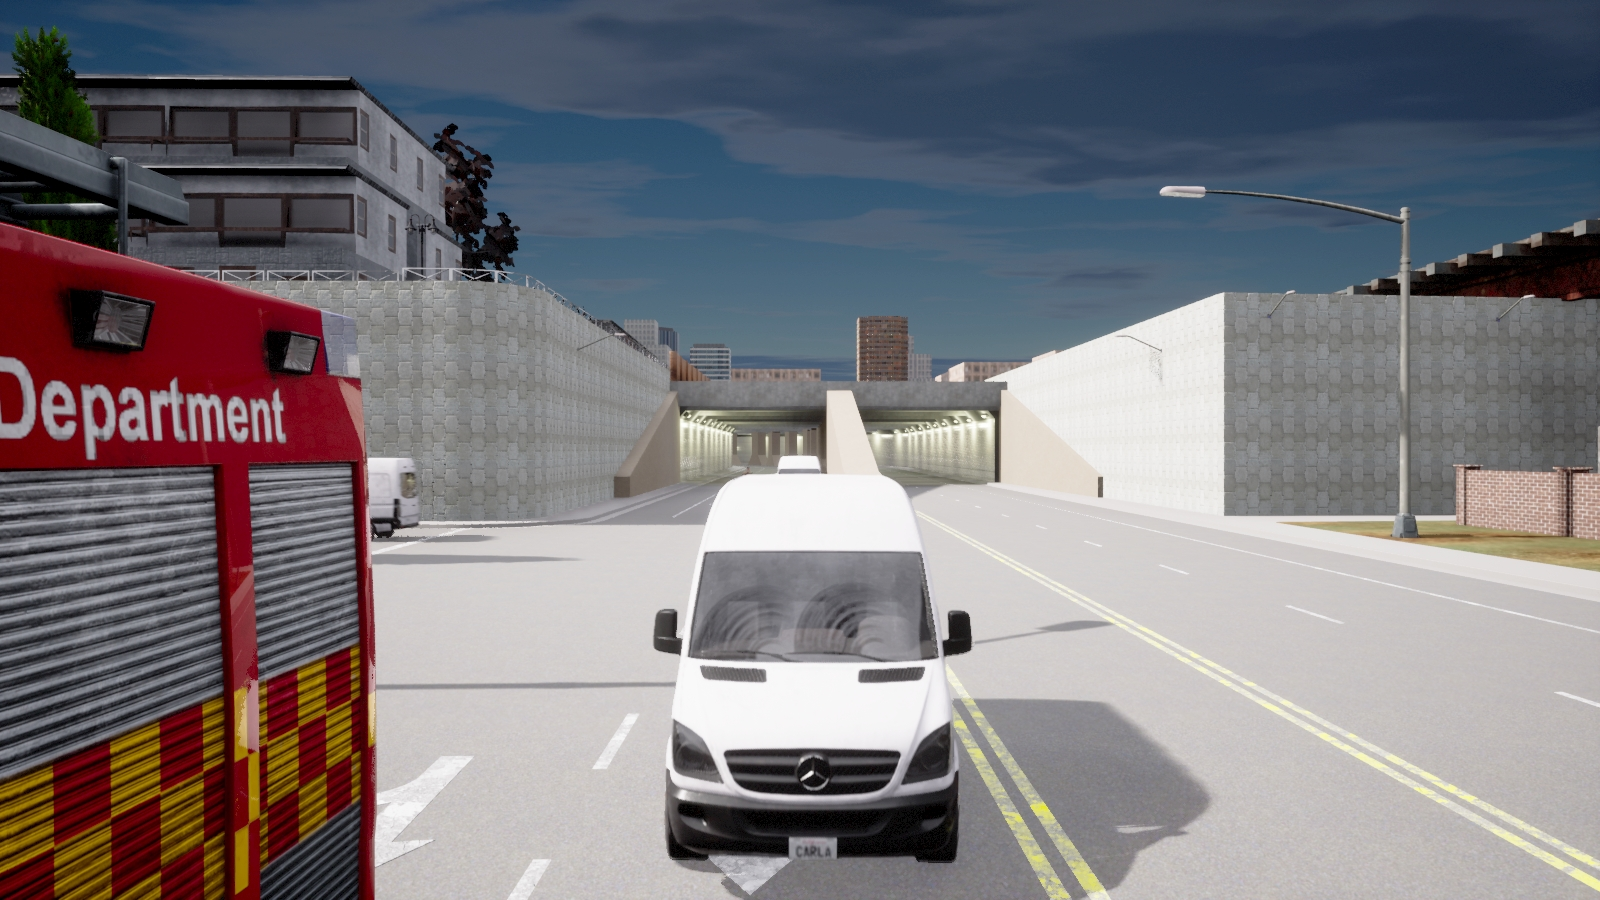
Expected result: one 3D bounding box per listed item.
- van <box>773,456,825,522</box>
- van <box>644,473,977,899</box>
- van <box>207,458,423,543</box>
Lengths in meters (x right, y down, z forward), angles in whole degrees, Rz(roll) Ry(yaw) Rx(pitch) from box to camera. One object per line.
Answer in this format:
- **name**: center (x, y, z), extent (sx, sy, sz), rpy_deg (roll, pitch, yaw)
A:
- **van**: center (-0.040, 1.535, 47.282), extent (1.988, 2.561, 5.915), rpy_deg (0, 0, 0)
- **van**: center (0.095, 1.533, 9.811), extent (1.988, 2.561, 5.915), rpy_deg (0, 0, 1)
- **van**: center (-15.099, 1.534, 35.786), extent (5.915, 2.561, 1.988), rpy_deg (0, 0, 0)
